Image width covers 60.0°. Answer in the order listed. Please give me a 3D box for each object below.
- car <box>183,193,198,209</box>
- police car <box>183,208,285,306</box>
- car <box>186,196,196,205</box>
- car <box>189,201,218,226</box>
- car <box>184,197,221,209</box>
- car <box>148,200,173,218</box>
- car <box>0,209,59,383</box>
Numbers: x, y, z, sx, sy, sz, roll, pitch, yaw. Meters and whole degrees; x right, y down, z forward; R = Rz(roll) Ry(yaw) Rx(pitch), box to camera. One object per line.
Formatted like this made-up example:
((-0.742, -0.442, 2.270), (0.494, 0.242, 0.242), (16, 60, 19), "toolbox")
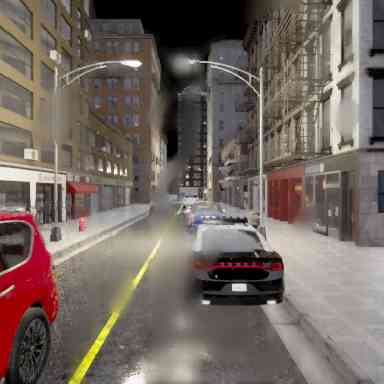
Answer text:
((-0.110, 1.212, 45.946), (2.150, 2.045, 5.566), (0, 0, 0), "car")
((0.799, 1.424, 8.260), (1.930, 1.638, 5.238), (0, 0, 0), "police car")
((-0.193, 1.517, 60.745), (1.812, 1.442, 4.674), (0, 0, 0), "car")
((0.749, 1.472, 24.150), (1.882, 1.535, 5.008), (0, 0, 0), "car")
((0.767, 1.347, 18.121), (2.097, 1.767, 4.553), (0, 0, 0), "car")
((-2.847, 1.497, 30.678), (1.837, 1.490, 4.892), (0, 0, 0), "car")
((-2.856, 1.221, 2.277), (2.150, 2.045, 5.566), (0, 0, 0), "car")
